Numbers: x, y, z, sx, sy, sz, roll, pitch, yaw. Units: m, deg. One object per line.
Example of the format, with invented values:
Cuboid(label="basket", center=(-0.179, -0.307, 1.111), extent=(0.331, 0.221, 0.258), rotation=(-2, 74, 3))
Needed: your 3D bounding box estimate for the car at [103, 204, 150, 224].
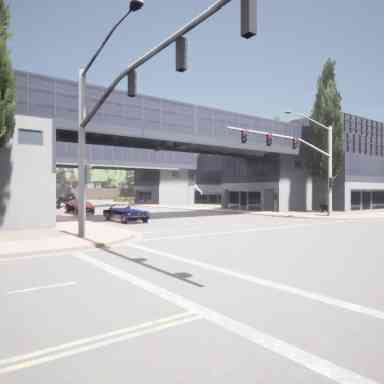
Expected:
Cuboid(label="car", center=(-4.993, 1.601, 25.019), extent=(1.895, 1.301, 4.718), rotation=(0, 0, -36))

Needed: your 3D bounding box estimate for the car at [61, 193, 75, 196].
Cuboid(label="car", center=(-23.774, 1.221, 63.014), extent=(2.150, 2.045, 5.566), rotation=(0, 0, -36))

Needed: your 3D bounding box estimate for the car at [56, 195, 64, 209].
Cuboid(label="car", center=(-18.607, 1.504, 43.736), extent=(1.837, 1.490, 4.892), rotation=(0, 0, -36))

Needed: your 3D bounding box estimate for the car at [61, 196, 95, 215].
Cuboid(label="car", center=(-11.423, 1.478, 33.849), extent=(1.882, 1.535, 5.008), rotation=(0, 0, -36))
